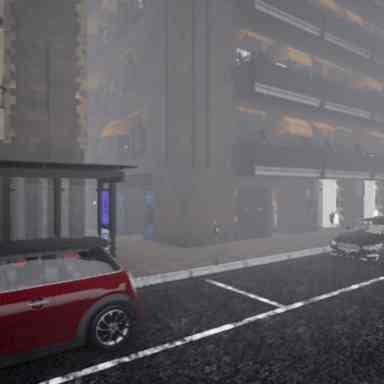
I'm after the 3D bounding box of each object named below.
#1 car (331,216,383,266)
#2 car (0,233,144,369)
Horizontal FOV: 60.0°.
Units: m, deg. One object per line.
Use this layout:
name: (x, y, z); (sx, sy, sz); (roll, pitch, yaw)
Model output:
car: (6.386, 1.510, 11.066); (4.403, 1.369, 2.008); (0, 0, -35)
car: (-2.834, 1.439, 4.538); (4.097, 1.590, 1.967); (0, 0, -35)
